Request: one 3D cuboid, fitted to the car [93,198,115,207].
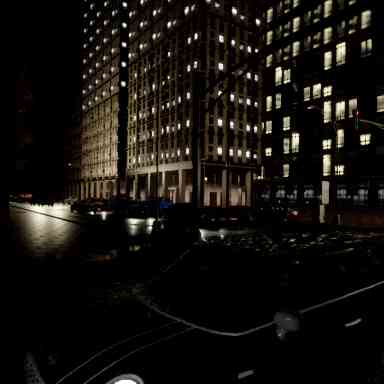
[{"bbox_3d":[-13.730,1.587,51.630,1.947,1.339,4.313,1,-1,-35],"label":"car"}]

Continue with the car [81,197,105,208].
[{"bbox_3d":[-14.362,1.477,47.961,1.837,1.490,4.892,1,-1,-35],"label":"car"}]

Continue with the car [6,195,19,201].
[{"bbox_3d":[-40.146,1.378,74.455,2.008,1.369,4.403,1,-1,-35],"label":"car"}]

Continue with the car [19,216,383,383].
[{"bbox_3d":[0.581,1.353,3.788,4.553,1.767,2.097,0,0,-35],"label":"car"}]

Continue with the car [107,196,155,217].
[{"bbox_3d":[-5.603,1.412,30.128,1.882,1.535,5.008,1,-1,-35],"label":"car"}]

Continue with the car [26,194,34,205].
[{"bbox_3d":[-23.832,1.432,51.401,1.802,1.307,4.206,1,-1,-35],"label":"car"}]

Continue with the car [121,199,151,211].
[{"bbox_3d":[-7.203,1.585,42.409,2.008,1.369,4.403,1,-1,-35],"label":"car"}]

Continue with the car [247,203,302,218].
[{"bbox_3d":[5.851,1.505,23.967,1.967,1.590,4.097,1,-1,-35],"label":"car"}]

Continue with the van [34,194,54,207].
[{"bbox_3d":[-20.565,1.197,46.793,1.690,1.788,3.998,1,-1,-35],"label":"van"}]

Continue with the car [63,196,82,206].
[{"bbox_3d":[-20.352,1.486,56.333,1.812,1.442,4.674,1,-1,-35],"label":"car"}]

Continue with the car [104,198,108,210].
[{"bbox_3d":[-11.749,1.468,38.833,2.033,1.411,5.357,1,-1,-35],"label":"car"}]

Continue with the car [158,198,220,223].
[{"bbox_3d":[-0.154,1.425,22.425,1.882,1.535,5.008,1,-1,-36],"label":"car"}]

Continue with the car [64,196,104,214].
[{"bbox_3d":[-10.780,1.427,32.958,2.008,1.369,4.403,1,-1,-35],"label":"car"}]

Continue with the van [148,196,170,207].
[{"bbox_3d":[-3.937,1.382,37.800,1.690,1.788,3.998,1,-1,-35],"label":"van"}]

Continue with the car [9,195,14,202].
[{"bbox_3d":[-36.884,1.397,69.845,1.947,1.339,4.313,1,-1,-35],"label":"car"}]

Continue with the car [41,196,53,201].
[{"bbox_3d":[-36.571,1.571,83.905,1.802,1.307,4.206,1,-1,-35],"label":"car"}]

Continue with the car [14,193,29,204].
[{"bbox_3d":[-30.354,1.155,60.625,2.192,1.841,5.009,1,-1,-35],"label":"car"}]
